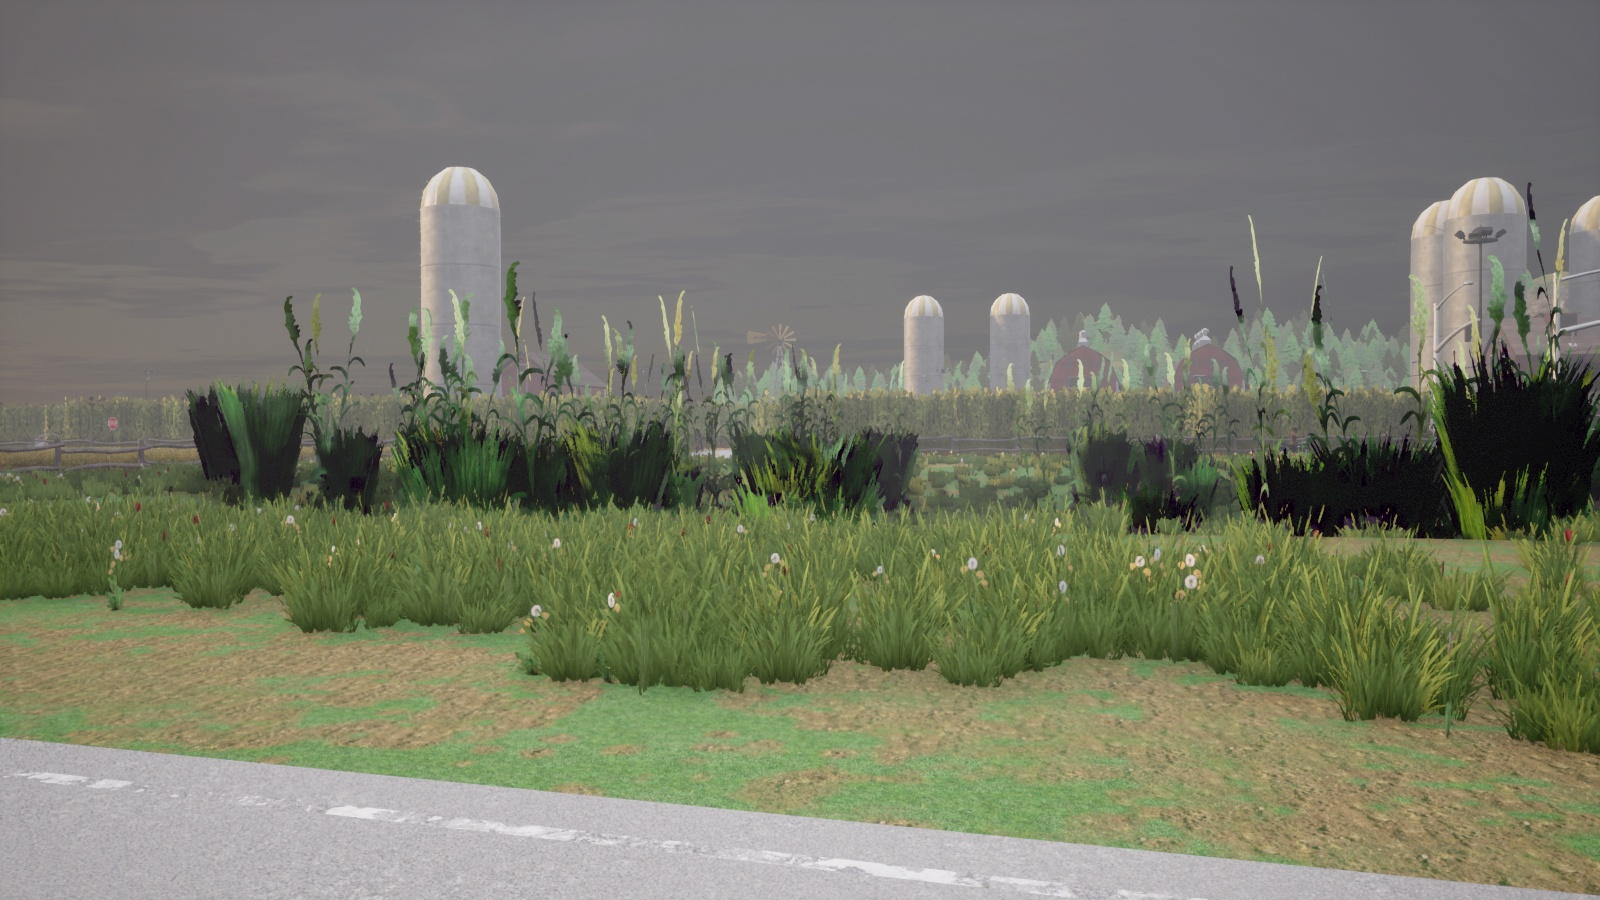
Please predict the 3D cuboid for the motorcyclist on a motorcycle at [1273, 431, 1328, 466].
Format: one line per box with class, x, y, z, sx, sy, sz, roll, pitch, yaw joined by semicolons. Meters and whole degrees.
motorcyclist on a motorcycle;23.929;-0.095;60.097;2.350;1.649;0.766;1;1;13
